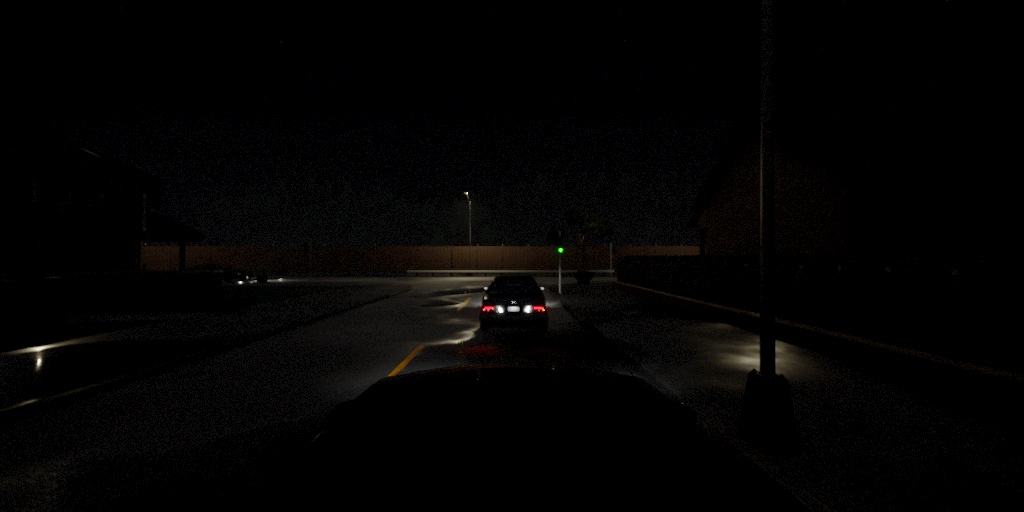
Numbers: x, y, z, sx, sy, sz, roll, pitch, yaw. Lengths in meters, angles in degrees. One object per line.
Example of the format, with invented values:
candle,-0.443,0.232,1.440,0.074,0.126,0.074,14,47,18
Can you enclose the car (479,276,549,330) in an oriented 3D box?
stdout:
car,0.059,1.313,11.076,2.033,1.411,5.357,0,0,0

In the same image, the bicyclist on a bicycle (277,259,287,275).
bicyclist on a bicycle,-23.977,1.159,37.428,0.582,1.620,1.656,0,0,0

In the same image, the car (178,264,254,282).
car,-24.084,1.343,29.030,5.357,1.411,2.033,0,0,0
